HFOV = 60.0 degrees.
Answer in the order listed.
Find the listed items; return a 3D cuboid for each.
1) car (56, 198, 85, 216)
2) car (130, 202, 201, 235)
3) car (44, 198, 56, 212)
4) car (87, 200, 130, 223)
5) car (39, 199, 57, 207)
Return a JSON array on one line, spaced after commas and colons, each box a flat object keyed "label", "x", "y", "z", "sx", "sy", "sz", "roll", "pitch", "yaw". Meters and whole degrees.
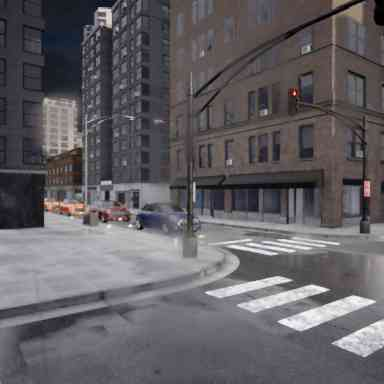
[{"label": "car", "x": -12.260, "y": 1.502, "z": 34.640, "sx": 2.097, "sy": 1.767, "sz": 4.553, "roll": 0, "pitch": 0, "yaw": -35}, {"label": "car", "x": -1.470, "y": 1.420, "z": 19.482, "sx": 2.097, "sy": 1.767, "sz": 4.553, "roll": 0, "pitch": 0, "yaw": -38}, {"label": "car", "x": -17.866, "y": 1.543, "z": 42.521, "sx": 2.097, "sy": 1.767, "sz": 4.553, "roll": 0, "pitch": 0, "yaw": -35}, {"label": "car", "x": -6.665, "y": 1.460, "z": 26.768, "sx": 2.097, "sy": 1.767, "sz": 4.553, "roll": 0, "pitch": 0, "yaw": -35}, {"label": "car", "x": -24.768, "y": 1.863, "z": 57.201, "sx": 1.895, "sy": 1.301, "sz": 4.718, "roll": 0, "pitch": 0, "yaw": -35}]
